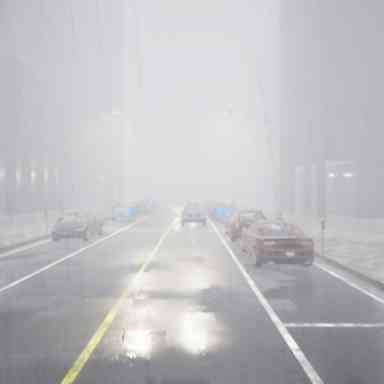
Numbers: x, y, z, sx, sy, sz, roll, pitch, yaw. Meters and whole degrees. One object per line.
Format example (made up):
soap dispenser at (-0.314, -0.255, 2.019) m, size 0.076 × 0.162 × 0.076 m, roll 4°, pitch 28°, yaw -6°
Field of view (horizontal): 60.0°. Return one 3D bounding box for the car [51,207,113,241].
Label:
car at (-5.743, 1.689, 17.231) m, size 2.008 × 1.369 × 4.403 m, roll 0°, pitch 0°, yaw 0°

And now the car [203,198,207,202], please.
car at (2.814, 1.891, 45.446) m, size 1.752 × 1.417 × 4.829 m, roll 0°, pitch 0°, yaw 0°

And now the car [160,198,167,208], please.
car at (-5.699, 1.983, 56.326) m, size 1.752 × 1.417 × 4.829 m, roll 0°, pitch -1°, yaw 0°

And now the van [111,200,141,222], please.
van at (-5.730, 1.569, 28.452) m, size 1.690 × 1.788 × 3.998 m, roll 0°, pitch 0°, yaw 0°

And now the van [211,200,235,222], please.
van at (2.795, 1.570, 28.451) m, size 1.690 × 1.788 × 3.998 m, roll 0°, pitch 0°, yaw 0°

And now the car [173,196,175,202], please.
car at (-5.673, 2.102, 78.934) m, size 1.967 × 1.590 × 4.097 m, roll 0°, pitch -1°, yaw 0°

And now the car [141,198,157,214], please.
car at (-5.717, 1.759, 39.670) m, size 1.967 × 1.590 × 4.097 m, roll 0°, pitch 0°, yaw 0°

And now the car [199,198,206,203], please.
car at (2.865, 2.347, 90.146) m, size 1.802 × 1.307 × 4.206 m, roll 0°, pitch -1°, yaw 0°

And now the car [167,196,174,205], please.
car at (-5.679, 2.177, 73.324) m, size 1.947 × 1.339 × 4.313 m, roll 0°, pitch -1°, yaw 0°

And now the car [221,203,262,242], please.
car at (2.782, 1.579, 17.232) m, size 1.967 × 1.590 × 4.097 m, roll 0°, pitch 0°, yaw 0°

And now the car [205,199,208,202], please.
car at (2.808, 1.885, 39.667) m, size 1.947 × 1.339 × 4.313 m, roll 0°, pitch 0°, yaw 0°

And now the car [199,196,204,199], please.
car at (2.846, 2.163, 73.319) m, size 2.008 × 1.369 × 4.403 m, roll 0°, pitch -1°, yaw 0°

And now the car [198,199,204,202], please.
car at (0.147, 1.897, 41.460) m, size 1.994 × 1.385 × 4.181 m, roll 0°, pitch -1°, yaw 0°

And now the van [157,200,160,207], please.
van at (-5.711, 1.705, 45.280) m, size 1.690 × 1.788 × 3.998 m, roll 0°, pitch 0°, yaw 0°

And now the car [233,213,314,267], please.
car at (2.776, 1.638, 11.622) m, size 1.887 × 1.381 × 4.507 m, roll 0°, pitch 0°, yaw 0°

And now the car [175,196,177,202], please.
car at (-5.666, 2.028, 84.545) m, size 2.192 × 1.841 × 5.009 m, roll 0°, pitch -1°, yaw 0°

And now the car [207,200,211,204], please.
car at (2.801, 1.819, 34.058) m, size 1.887 × 1.381 × 4.507 m, roll 0°, pitch 0°, yaw 0°

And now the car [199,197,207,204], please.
car at (2.859, 2.154, 84.539) m, size 1.967 × 1.590 × 4.097 m, roll 0°, pitch -1°, yaw 0°

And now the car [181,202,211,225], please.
car at (0.129, 1.754, 25.682) m, size 2.033 × 1.411 × 5.357 m, roll 0°, pitch 0°, yaw 0°
